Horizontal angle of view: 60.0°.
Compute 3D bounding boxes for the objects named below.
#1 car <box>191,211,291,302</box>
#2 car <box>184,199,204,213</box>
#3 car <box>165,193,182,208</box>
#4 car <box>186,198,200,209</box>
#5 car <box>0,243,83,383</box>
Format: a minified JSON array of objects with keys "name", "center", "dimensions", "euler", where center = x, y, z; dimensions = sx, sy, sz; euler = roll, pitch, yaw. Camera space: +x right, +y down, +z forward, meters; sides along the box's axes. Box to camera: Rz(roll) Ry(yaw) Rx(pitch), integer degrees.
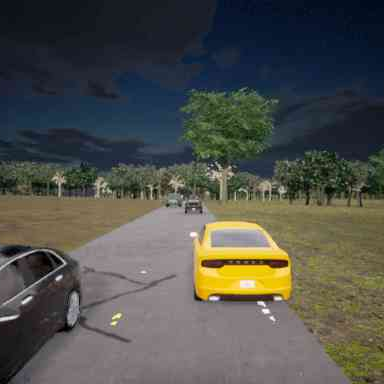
[{"name":"car","center":[0.986,1.476,8.364],"dimensions":[1.882,1.535,5.008],"euler":[0,0,0]},{"name":"car","center":[0.180,1.475,35.861],"dimensions":[1.837,1.490,4.892],"euler":[0,0,0]},{"name":"car","center":[-2.606,1.217,48.283],"dimensions":[2.150,2.045,5.566],"euler":[0,0,0]},{"name":"car","center":[0.176,1.591,46.242],"dimensions":[1.895,1.301,4.718],"euler":[0,0,1]},{"name":"car","center":[-2.840,1.505,4.038],"dimensions":[1.837,1.490,4.892],"euler":[0,0,0]}]
